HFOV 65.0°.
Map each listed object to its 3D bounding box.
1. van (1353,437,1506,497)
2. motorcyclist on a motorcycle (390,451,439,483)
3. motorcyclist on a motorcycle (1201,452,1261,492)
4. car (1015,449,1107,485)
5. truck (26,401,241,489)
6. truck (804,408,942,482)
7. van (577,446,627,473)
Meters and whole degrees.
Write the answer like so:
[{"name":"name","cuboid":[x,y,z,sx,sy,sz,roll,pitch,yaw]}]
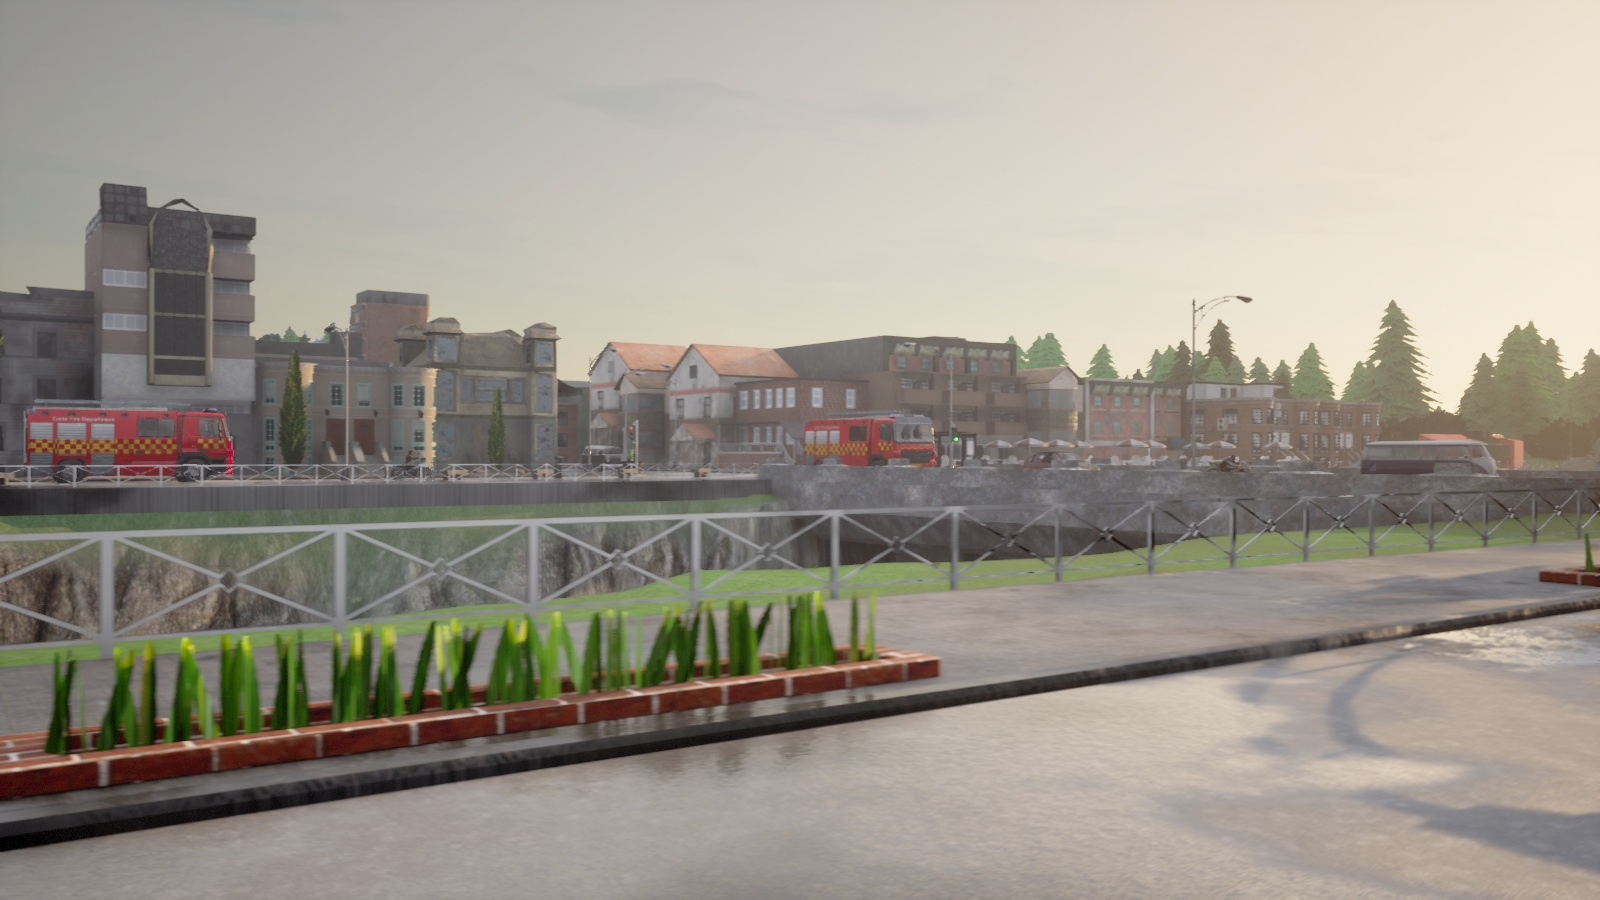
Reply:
[{"name":"van","cuboid":[21.823,0.559,43.713,1.775,1.987,4.442,0,0,-35]},{"name":"motorcyclist on a motorcycle","cuboid":[-20.101,0.898,65.476,2.350,1.649,0.766,0,0,-35]},{"name":"motorcyclist on a motorcycle","cuboid":[17.237,0.867,50.293,0.866,1.530,2.191,0,0,-35]},{"name":"car","cuboid":[11.980,0.759,57.838,1.851,1.617,3.988,0,0,-35]},{"name":"truck","cuboid":[-30.721,-0.212,58.084,8.468,3.827,2.891,0,0,-35]},{"name":"truck","cuboid":[3.849,-0.255,68.732,2.891,3.827,8.468,0,0,-35]},{"name":"van","cuboid":[-15.292,0.738,96.976,2.069,2.038,4.480,0,0,-35]}]
